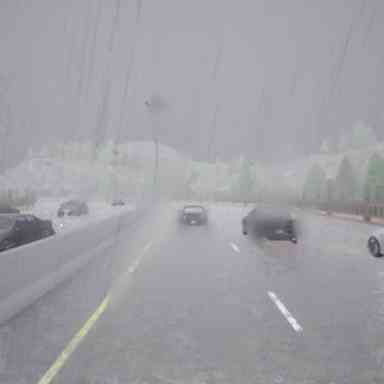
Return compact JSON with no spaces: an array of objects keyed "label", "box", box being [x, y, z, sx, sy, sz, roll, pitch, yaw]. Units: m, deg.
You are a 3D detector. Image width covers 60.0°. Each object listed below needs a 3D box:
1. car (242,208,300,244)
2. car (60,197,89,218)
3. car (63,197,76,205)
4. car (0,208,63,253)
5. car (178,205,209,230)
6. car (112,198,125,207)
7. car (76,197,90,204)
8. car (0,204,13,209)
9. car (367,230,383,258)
[{"label":"car","box":[3.601,1.489,15.962,1.882,1.535,5.008,0,0,0]},{"label":"car","box":[-10.952,1.535,30.952,2.128,1.511,4.902,0,0,-4]},{"label":"car","box":[-23.676,1.688,64.132,1.882,1.535,5.008,0,0,-27]},{"label":"car","box":[-7.100,1.556,12.751,2.033,1.411,5.357,0,0,0]},{"label":"car","box":[0.099,1.545,21.012,1.812,1.442,4.674,0,0,0]},{"label":"car","box":[-12.248,1.685,55.033,2.033,1.411,5.357,0,0,-18]},{"label":"car","box":[-23.191,1.720,70.406,1.994,1.385,4.181,0,0,-30]},{"label":"car","box":[-14.128,1.572,23.548,2.033,1.411,5.357,0,0,0]},{"label":"car","box":[7.101,1.530,9.805,1.812,1.442,4.674,0,0,0]}]
